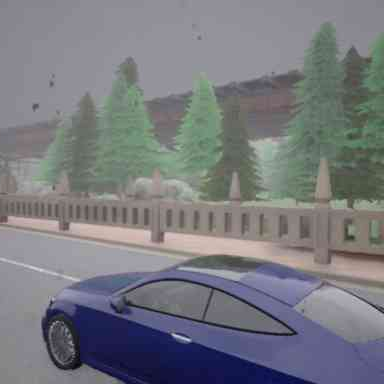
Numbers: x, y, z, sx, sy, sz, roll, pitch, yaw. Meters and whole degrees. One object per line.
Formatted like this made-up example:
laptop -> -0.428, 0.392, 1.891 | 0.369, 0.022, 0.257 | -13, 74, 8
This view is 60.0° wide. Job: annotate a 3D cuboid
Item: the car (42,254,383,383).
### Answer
car -> 0.188, 1.491, 3.874 | 4.674, 1.442, 1.812 | 1, 1, 36
